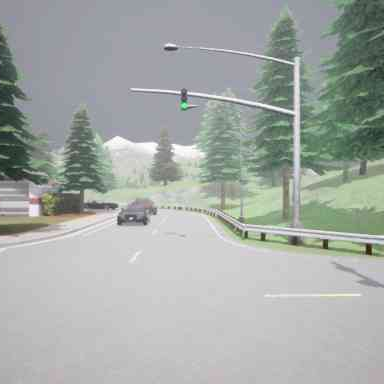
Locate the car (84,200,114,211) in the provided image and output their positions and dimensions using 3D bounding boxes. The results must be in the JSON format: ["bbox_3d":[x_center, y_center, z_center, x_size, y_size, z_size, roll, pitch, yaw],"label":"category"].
[{"bbox_3d":[-11.582,1.608,41.395,4.718,1.301,1.895,0,0,14],"label":"car"}]

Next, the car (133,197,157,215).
[{"bbox_3d":[-4.974,1.352,33.686,2.097,1.767,4.553,0,0,-19],"label":"car"}]

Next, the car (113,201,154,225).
[{"bbox_3d":[-4.098,1.564,23.899,1.994,1.385,4.181,0,0,-2],"label":"car"}]
